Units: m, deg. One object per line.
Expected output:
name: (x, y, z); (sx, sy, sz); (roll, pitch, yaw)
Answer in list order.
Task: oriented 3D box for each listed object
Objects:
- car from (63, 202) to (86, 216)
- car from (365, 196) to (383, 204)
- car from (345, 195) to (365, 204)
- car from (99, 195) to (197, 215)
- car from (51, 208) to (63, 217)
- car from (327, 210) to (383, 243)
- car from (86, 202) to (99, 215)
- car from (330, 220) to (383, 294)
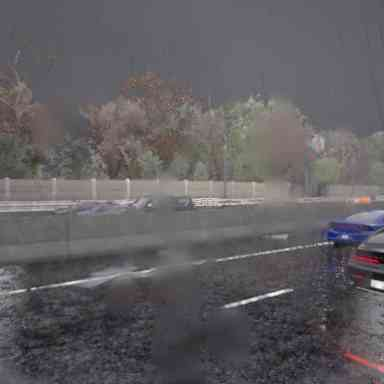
car: (-6.484, 1.535, 25.156); (5.357, 1.411, 2.033); (0, 0, -35)
car: (28.824, 1.422, 50.262); (5.008, 1.535, 1.882); (0, 0, -35)
car: (26.382, 1.298, 52.818); (4.553, 1.767, 2.097); (0, 0, -35)
car: (-2.259, 1.209, 19.573); (5.566, 2.045, 2.150); (0, 0, -35)
car: (-8.810, 1.536, 27.799); (5.357, 1.411, 2.033); (0, 0, -35)
car: (7.511, 1.460, 13.391); (5.008, 1.535, 1.882); (0, 0, -35)
car: (-4.218, 1.479, 22.472); (4.902, 1.511, 2.128); (0, 0, -35)
car: (5.486, 1.493, 7.653); (4.892, 1.490, 1.837); (0, 0, -35)
